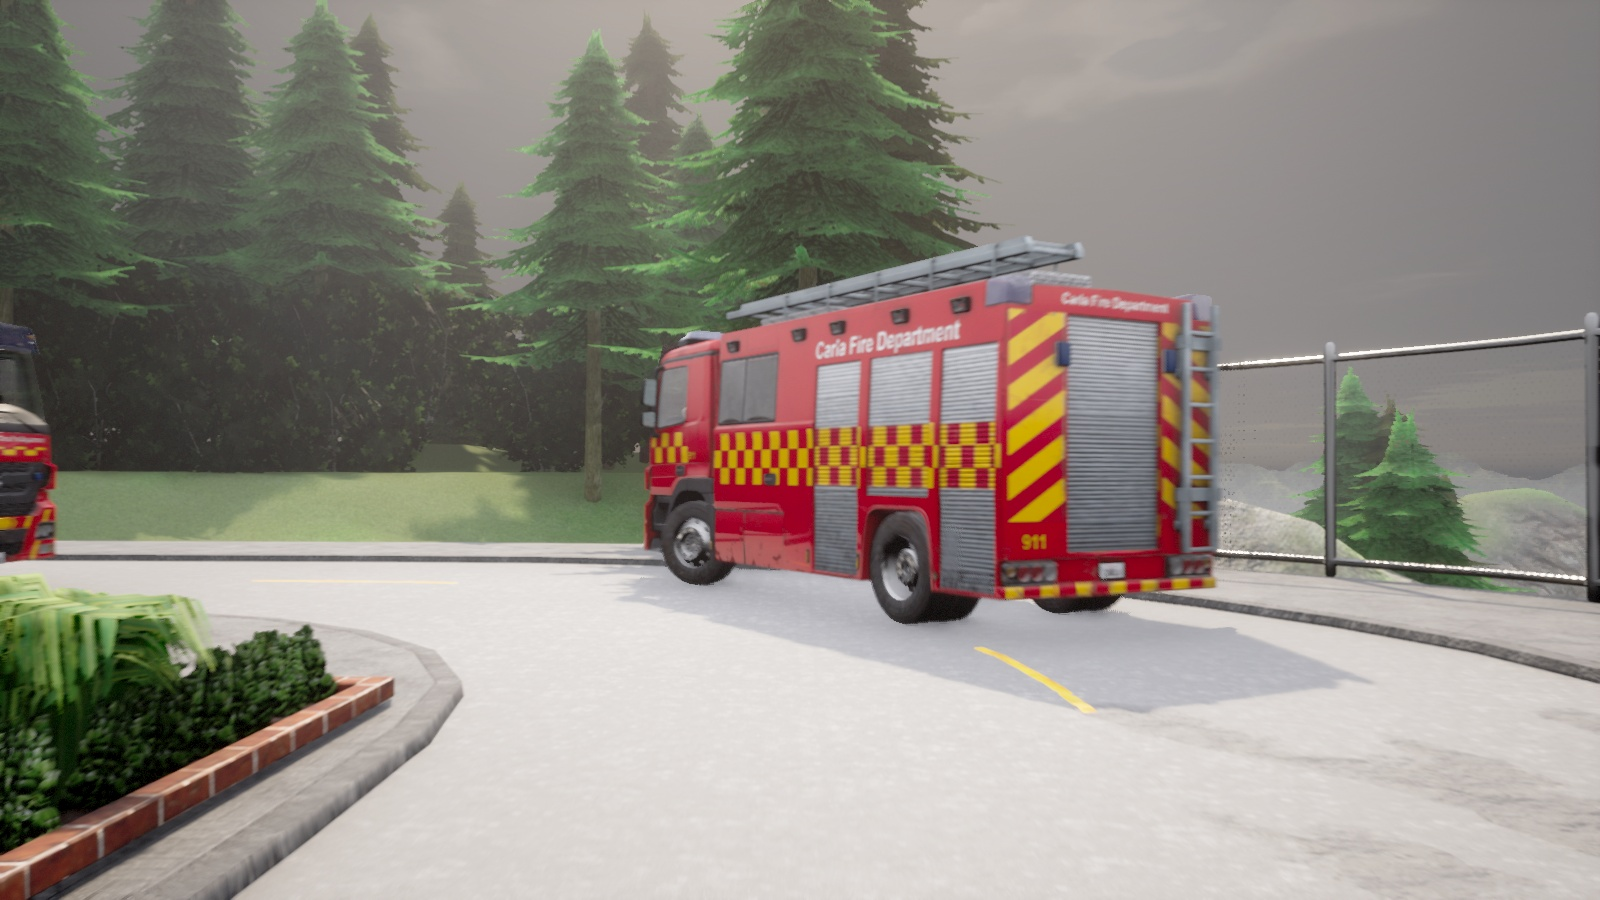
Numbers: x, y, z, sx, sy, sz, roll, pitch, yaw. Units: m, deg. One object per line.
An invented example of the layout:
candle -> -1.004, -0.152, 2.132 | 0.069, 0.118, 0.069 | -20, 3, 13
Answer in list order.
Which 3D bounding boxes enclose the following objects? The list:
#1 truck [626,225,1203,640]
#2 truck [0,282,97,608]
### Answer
truck -> 0.783, -0.084, 15.969 | 2.891, 3.827, 8.468 | 1, -1, -31
truck -> -13.629, -0.039, 15.328 | 8.468, 3.827, 2.891 | 0, -1, 0
